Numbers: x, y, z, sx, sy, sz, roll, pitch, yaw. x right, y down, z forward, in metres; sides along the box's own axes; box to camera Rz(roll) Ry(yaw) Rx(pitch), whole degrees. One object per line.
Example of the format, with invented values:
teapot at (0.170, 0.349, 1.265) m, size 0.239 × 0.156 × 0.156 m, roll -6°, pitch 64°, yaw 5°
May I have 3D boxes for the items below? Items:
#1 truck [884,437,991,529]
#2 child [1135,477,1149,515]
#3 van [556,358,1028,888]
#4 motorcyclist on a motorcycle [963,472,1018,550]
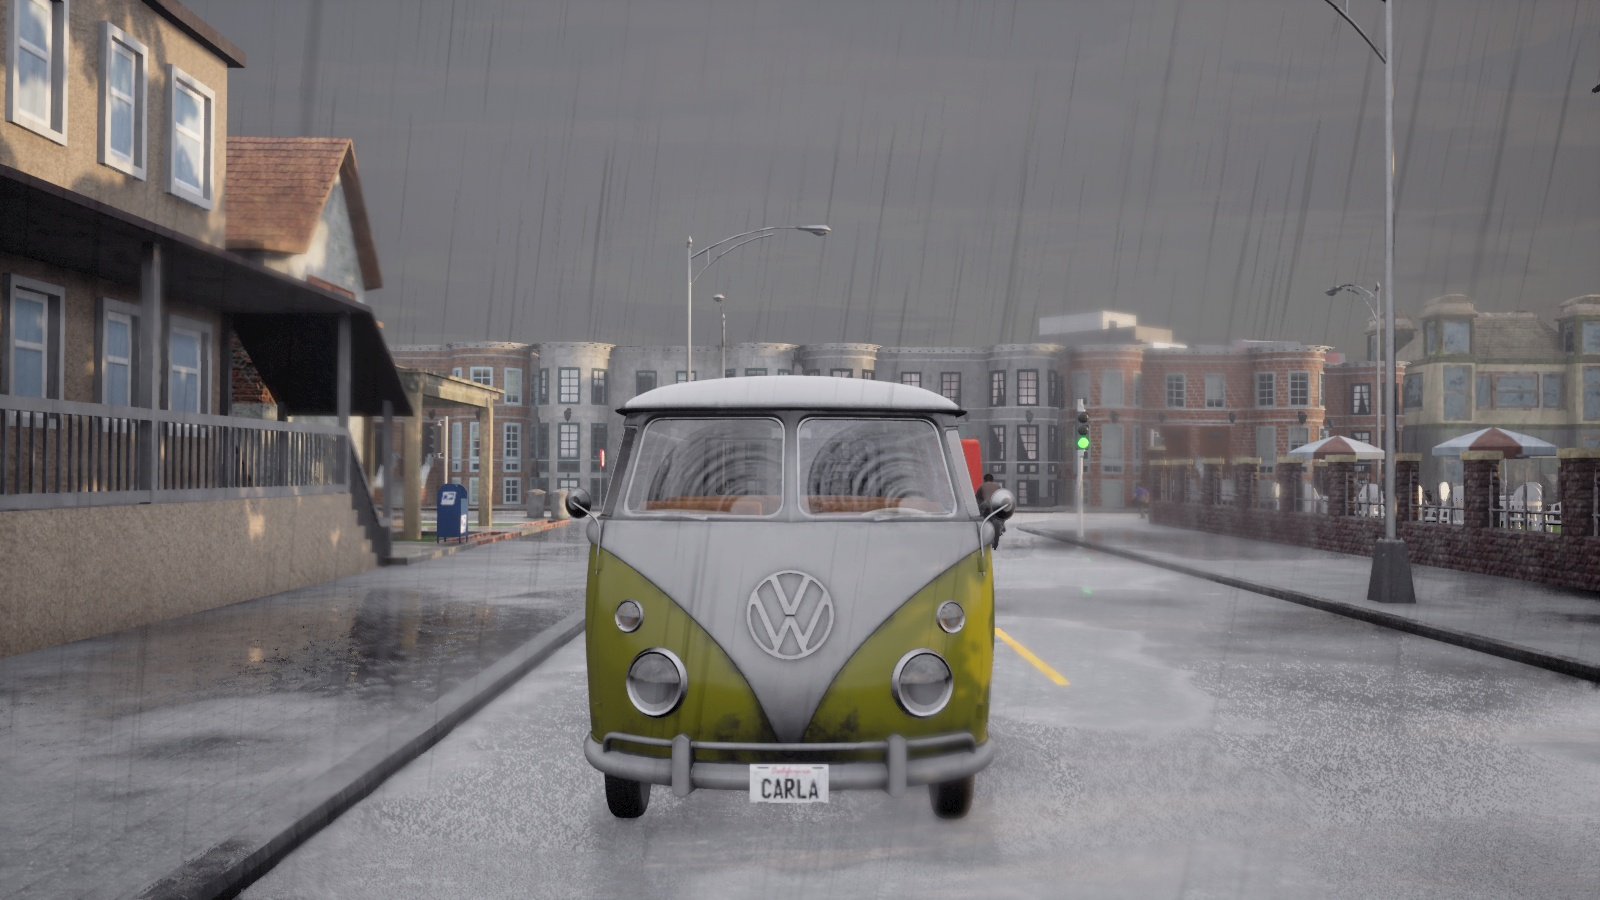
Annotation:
truck at (3.867, 0.922, 36.370) m, size 2.627 × 2.467 × 5.204 m, roll 0°, pitch -1°, yaw 1°
child at (11.444, 1.550, 42.030) m, size 0.270 × 1.263 × 0.437 m, roll 0°, pitch -1°, yaw -18°
van at (-0.043, 0.684, 6.958) m, size 1.775 × 1.987 × 4.442 m, roll 0°, pitch -1°, yaw 0°
motorcyclist on a motorcycle at (3.862, 1.211, 25.639) m, size 0.797 × 1.523 × 2.044 m, roll 0°, pitch -1°, yaw 0°
